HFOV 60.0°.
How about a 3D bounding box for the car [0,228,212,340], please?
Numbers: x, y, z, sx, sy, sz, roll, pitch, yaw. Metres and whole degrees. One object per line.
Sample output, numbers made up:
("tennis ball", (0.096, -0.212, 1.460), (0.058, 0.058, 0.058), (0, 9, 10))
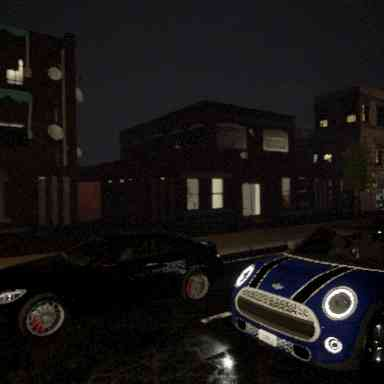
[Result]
("car", (-1.452, 1.500, 6.628), (4.674, 1.442, 1.812), (-1, 0, -35))

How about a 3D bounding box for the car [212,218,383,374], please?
("car", (2.823, 1.296, 5.671), (4.553, 1.767, 2.097), (-1, 0, -35))
